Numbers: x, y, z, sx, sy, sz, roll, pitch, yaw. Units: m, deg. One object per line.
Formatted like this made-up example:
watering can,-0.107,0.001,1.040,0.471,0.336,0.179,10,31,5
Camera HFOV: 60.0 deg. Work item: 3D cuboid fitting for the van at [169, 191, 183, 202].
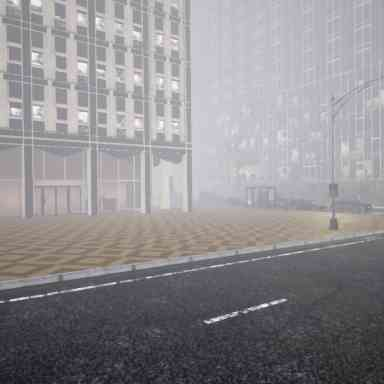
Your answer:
van,-3.168,0.936,60.080,1.690,1.788,3.998,0,1,-34

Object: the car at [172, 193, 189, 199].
car,-2.647,0.934,74.194,1.802,1.307,4.206,0,1,-34

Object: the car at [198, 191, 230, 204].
car,3.257,0.845,55.269,2.150,2.045,5.566,-1,1,-34

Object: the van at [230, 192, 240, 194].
van,6.957,0.853,60.103,1.690,1.788,3.998,-1,1,-34

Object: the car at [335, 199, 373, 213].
car,16.820,1.406,35.348,1.994,1.385,4.181,-1,1,-34

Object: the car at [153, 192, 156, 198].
car,-9.051,0.684,83.584,1.967,1.590,4.097,0,1,-34

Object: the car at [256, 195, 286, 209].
car,9.545,1.386,41.238,1.802,1.307,4.206,-1,1,-34

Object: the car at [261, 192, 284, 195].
car,10.961,0.970,43.937,2.150,2.045,5.566,-1,1,-34

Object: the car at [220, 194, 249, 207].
car,6.392,1.318,45.966,1.947,1.339,4.313,-1,1,-34

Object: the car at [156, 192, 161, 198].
car,-5.849,0.613,78.887,2.192,1.841,5.009,0,1,-34

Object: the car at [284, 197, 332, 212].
car,12.733,1.422,36.530,1.947,1.339,4.313,-1,1,-34
